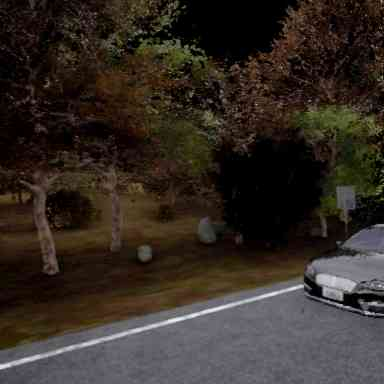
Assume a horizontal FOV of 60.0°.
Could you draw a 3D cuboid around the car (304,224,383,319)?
[{"bbox_3d":[4.413,1.474,7.116,4.902,1.511,2.128,0,0,-35],"label":"car"}]
